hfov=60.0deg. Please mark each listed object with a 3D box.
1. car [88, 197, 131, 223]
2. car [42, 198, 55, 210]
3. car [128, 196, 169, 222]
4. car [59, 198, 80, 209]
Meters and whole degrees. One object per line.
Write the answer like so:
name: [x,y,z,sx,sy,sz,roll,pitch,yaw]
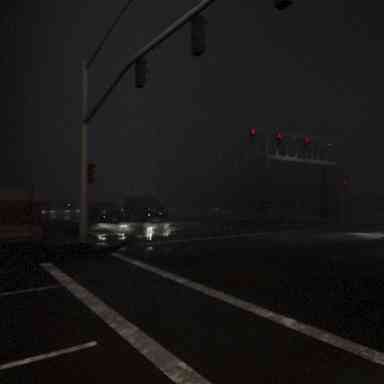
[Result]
car: [-7.098,1.478,26.943,2.097,1.767,4.553,1,-1,-36]
car: [-19.942,1.638,44.932,1.837,1.490,4.892,1,-1,-35]
car: [-4.123,1.390,28.799,2.150,2.045,5.566,1,0,-36]
car: [-17.600,1.681,47.680,1.837,1.490,4.892,1,-1,-35]
